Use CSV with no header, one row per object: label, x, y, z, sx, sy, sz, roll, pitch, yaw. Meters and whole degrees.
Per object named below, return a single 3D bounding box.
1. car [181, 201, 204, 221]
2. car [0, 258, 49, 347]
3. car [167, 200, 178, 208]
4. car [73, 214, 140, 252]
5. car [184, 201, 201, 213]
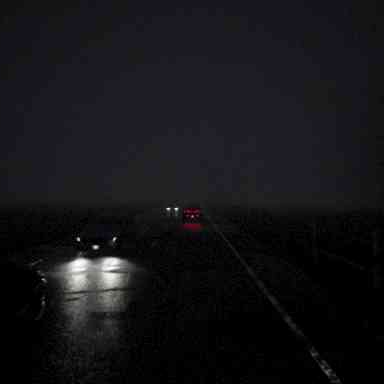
car,0.048,1.849,30.536,1.837,1.490,4.892,0,-1,0
car,-3.611,1.620,4.469,1.994,1.385,4.181,0,-1,-1
car,-3.625,2.219,63.025,1.837,1.490,4.892,0,-1,1
car,-3.612,1.722,15.145,2.033,1.411,5.357,0,-1,0
car,0.028,1.996,44.670,2.128,1.511,4.902,0,-1,0
